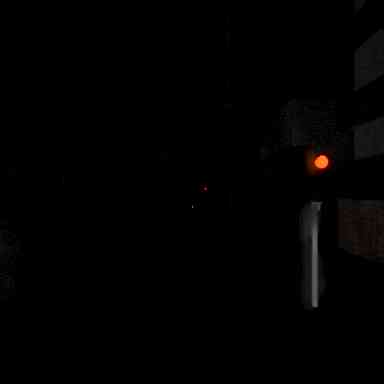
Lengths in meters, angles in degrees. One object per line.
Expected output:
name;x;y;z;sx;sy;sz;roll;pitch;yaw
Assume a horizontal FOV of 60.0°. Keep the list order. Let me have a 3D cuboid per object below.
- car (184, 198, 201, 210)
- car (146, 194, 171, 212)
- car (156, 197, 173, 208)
car;0.059;1.504;42.728;1.837;1.490;4.892;0;0;0
car;-4.133;1.221;39.613;2.150;2.045;5.566;0;0;0
car;-4.114;1.547;50.256;2.033;1.411;5.357;0;0;1
